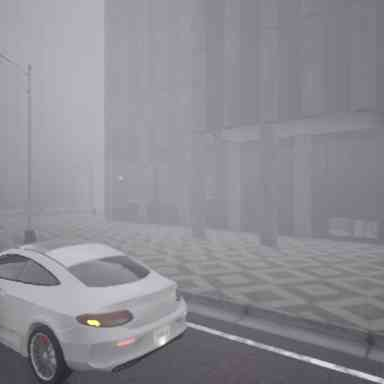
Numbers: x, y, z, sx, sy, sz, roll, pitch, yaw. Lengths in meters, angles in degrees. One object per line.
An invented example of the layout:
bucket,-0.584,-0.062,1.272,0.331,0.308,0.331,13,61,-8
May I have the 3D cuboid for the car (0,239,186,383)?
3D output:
car,-2.233,1.501,5.281,4.674,1.442,1.812,0,0,35
